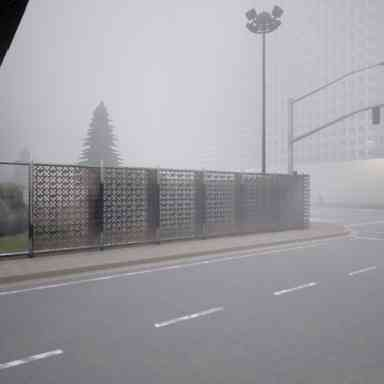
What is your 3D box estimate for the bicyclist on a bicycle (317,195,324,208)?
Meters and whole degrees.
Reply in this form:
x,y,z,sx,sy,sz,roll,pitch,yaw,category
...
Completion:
x,y,z,sx,sy,sz,roll,pitch,yaw,category
16.570,1.243,42.818,1.656,1.620,0.582,0,0,-35,bicyclist on a bicycle
